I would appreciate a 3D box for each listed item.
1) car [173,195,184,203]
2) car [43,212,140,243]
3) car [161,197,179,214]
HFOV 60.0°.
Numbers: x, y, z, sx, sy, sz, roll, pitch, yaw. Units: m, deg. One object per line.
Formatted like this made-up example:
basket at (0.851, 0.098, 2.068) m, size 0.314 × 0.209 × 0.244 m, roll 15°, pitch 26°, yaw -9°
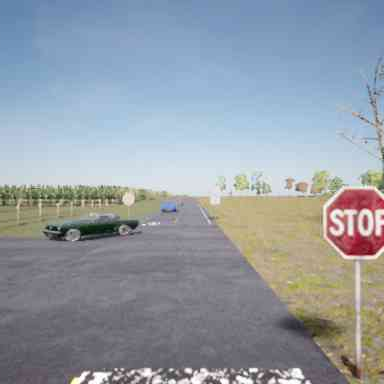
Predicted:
car at (-2.671, 1.502, 63.796) m, size 2.150 × 2.045 × 5.566 m, roll 0°, pitch 0°, yaw 0°
car at (-5.171, 1.752, 17.430) m, size 1.895 × 1.301 × 4.718 m, roll -1°, pitch 0°, yaw 44°
car at (-2.699, 1.778, 40.563) m, size 1.882 × 1.535 × 5.008 m, roll 0°, pitch 0°, yaw 0°
